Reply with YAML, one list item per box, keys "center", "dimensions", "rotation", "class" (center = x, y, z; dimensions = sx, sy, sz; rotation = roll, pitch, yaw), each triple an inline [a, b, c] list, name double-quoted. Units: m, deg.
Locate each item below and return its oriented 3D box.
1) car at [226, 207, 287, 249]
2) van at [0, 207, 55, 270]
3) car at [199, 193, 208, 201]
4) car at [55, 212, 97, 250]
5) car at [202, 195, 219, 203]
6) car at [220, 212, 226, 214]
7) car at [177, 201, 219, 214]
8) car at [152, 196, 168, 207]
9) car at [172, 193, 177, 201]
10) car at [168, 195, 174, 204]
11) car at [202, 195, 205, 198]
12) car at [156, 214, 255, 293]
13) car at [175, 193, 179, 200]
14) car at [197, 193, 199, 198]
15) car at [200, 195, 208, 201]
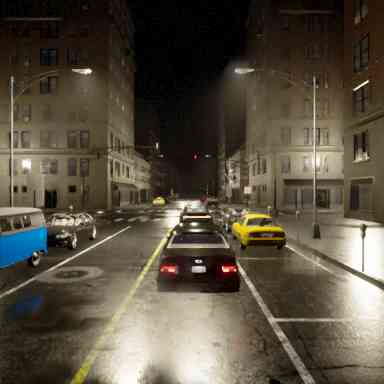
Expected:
- center: [2.703, 1.525, 14.281]
  dimensions: [1.752, 1.417, 4.829]
  rotation: [0, 0, 0]
  class: "car"
- center: [-5.357, 1.341, 8.738]
  dimensions: [1.690, 1.788, 3.998]
  rotation: [0, 0, 0]
  class: "van"
- center: [2.931, 1.434, 69.120]
  dimensions: [1.967, 1.590, 4.097]
  rotation: [0, 0, 0]
  class: "car"
- center: [-5.332, 1.550, 14.145]
  dimensions: [2.008, 1.369, 4.403]
  rotation: [0, 0, 0]
  class: "car"
- center: [2.834, 1.549, 46.393]
  dimensions: [2.008, 1.369, 4.403]
  rotation: [0, 0, 0]
  class: "car"
- center: [2.720, 1.550, 19.517]
  dimensions: [2.008, 1.369, 4.403]
  rotation: [0, 0, 0]
  class: "car"
- center: [0.192, 1.491, 19.416]
  dimensions: [2.128, 1.511, 4.902]
  rotation: [0, 0, -2]
  class: "car"
- center: [-5.168, 1.523, 51.938]
  dimensions: [1.752, 1.417, 4.829]
  rotation: [0, 0, 0]
  class: "car"
- center: [-5.069, 1.542, 74.832]
  dimensions: [2.008, 1.369, 4.403]
  rotation: [0, 0, 0]
  class: "car"
- center: [-5.118, 1.561, 63.470]
  dimensions: [1.947, 1.339, 4.313]
  rotation: [0, 0, 0]
  class: "car"
- center: [2.858, 1.579, 52.074]
  dimensions: [1.802, 1.307, 4.206]
  rotation: [0, 0, 0]
  class: "car"
- center: [0.136, 1.547, 8.970]
  dimensions: [2.033, 1.411, 5.357]
  rotation: [0, 0, 0]
  class: "car"
- center: [-5.021, 1.428, 86.194]
  dimensions: [1.967, 1.590, 4.097]
  rotation: [0, 0, 0]
  class: "car"
- center: [2.980, 1.305, 80.483]
  dimensions: [2.192, 1.841, 5.009]
  rotation: [0, 0, 0]
  class: "car"
- center: [3.004, 1.554, 86.165]
  dimensions: [1.947, 1.339, 4.313]
  rotation: [0, 0, 0]
  class: "car"
